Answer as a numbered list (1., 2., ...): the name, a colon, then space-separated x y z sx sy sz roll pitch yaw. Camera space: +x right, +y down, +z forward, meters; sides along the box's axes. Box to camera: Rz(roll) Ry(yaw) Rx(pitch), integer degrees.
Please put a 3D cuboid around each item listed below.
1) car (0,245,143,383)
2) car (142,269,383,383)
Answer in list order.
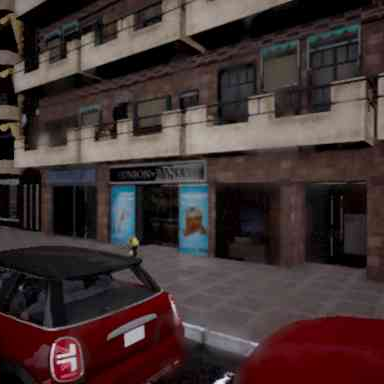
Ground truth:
1. car: -2.147 1.442 4.403 4.097 1.590 1.967 0 0 35
2. car: 2.438 1.315 1.133 5.009 1.841 2.192 0 0 35
